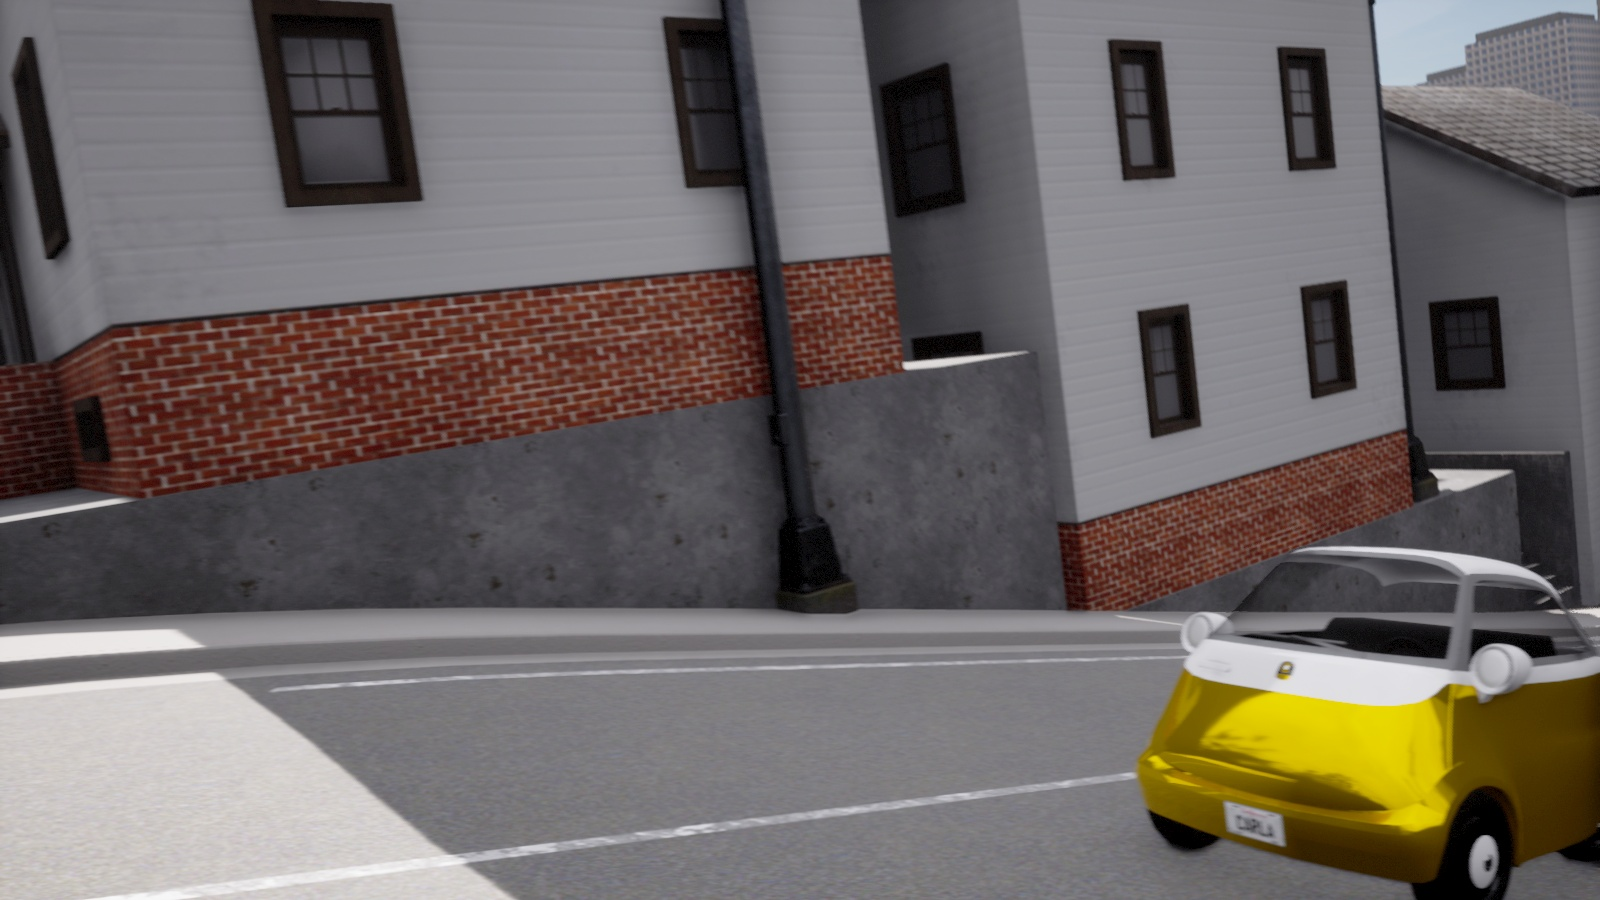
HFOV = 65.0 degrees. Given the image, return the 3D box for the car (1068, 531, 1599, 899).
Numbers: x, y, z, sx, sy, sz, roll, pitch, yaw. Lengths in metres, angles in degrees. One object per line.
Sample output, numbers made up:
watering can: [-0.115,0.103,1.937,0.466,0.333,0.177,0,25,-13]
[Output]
car: [2.498,1.099,5.403,2.207,1.376,1.481,5,-4,-35]
